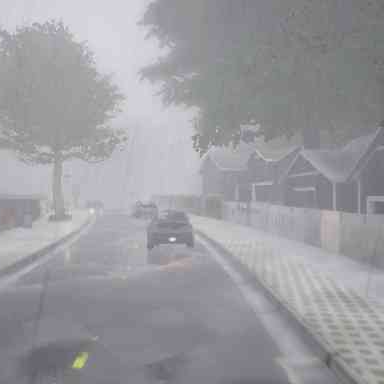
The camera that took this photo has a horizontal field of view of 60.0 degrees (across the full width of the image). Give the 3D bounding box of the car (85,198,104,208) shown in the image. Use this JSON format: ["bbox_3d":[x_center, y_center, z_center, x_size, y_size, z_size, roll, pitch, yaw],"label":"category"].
[{"bbox_3d":[-13.648,1.546,46.371,1.994,1.385,4.181,0,0,-26],"label":"car"}]

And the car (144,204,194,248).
[{"bbox_3d":[-1.065,1.518,14.808,1.837,1.490,4.892,0,0,-8],"label":"car"}]

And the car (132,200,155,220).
[{"bbox_3d":[-4.236,1.493,29.654,2.128,1.511,4.902,0,0,-16],"label":"car"}]
